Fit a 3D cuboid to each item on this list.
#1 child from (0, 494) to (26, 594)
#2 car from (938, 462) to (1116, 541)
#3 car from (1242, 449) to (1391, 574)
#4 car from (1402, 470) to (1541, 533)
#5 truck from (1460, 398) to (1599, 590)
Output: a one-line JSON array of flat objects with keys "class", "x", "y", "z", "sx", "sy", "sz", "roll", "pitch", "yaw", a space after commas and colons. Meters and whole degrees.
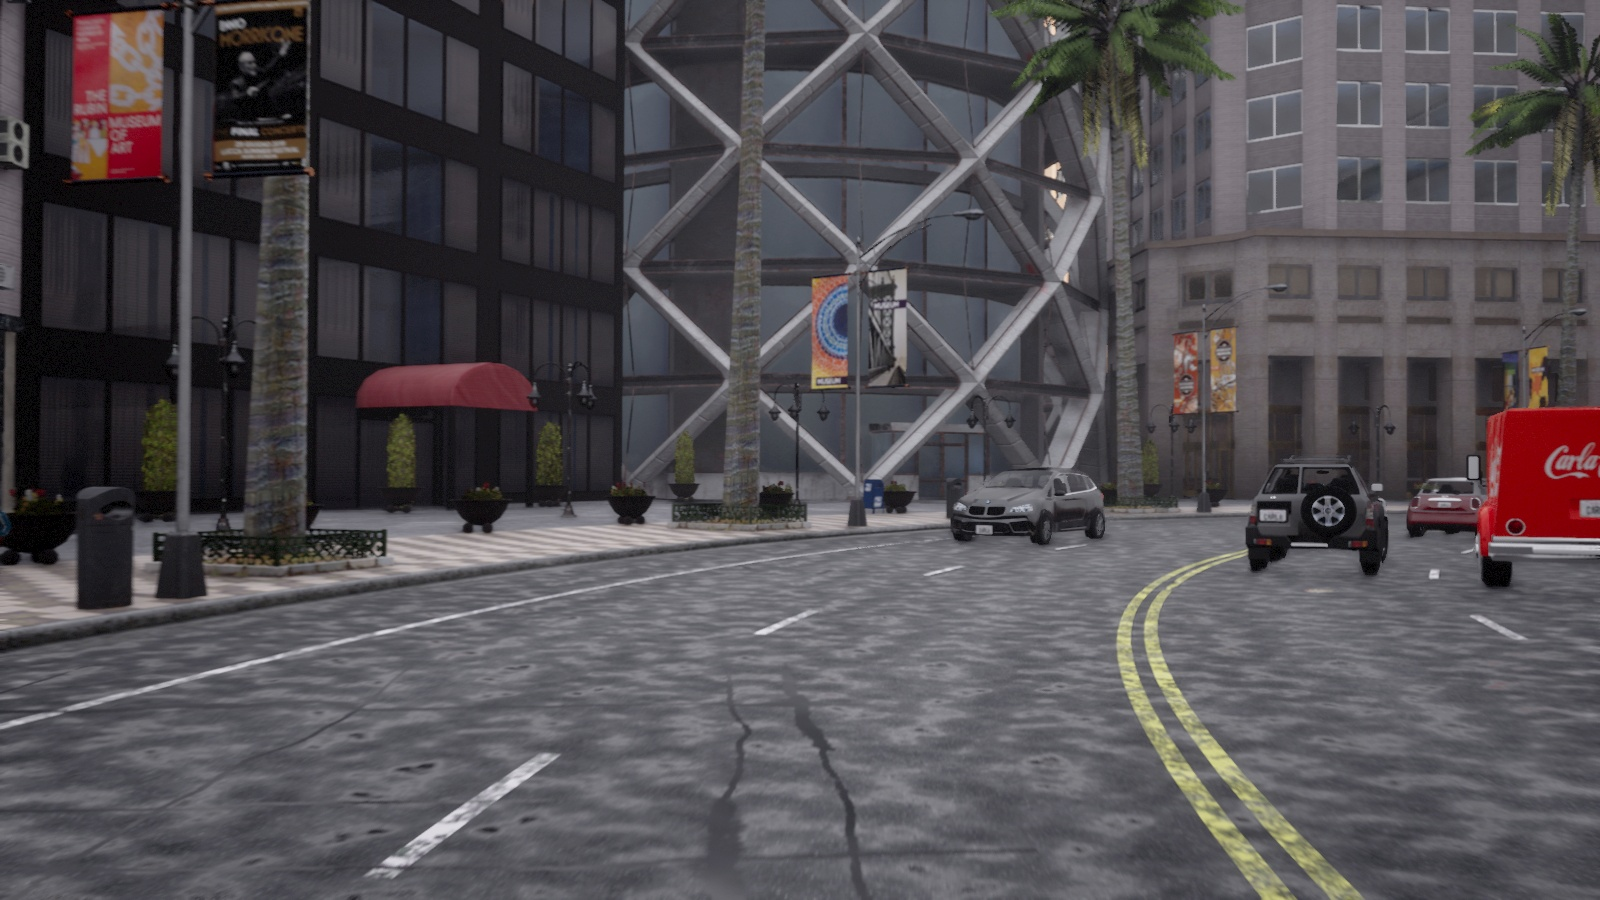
[{"class": "child", "x": -9.777, "y": 1.141, "z": 15.335, "sx": 0.343, "sy": 1.192, "sz": 0.448, "roll": 0, "pitch": -1, "yaw": 7}, {"class": "car", "x": 5.305, "y": 1.125, "z": 28.888, "sx": 2.242, "sy": 1.667, "sz": 4.611, "roll": -1, "pitch": -1, "yaw": 36}, {"class": "car", "x": 8.809, "y": 0.957, "z": 21.185, "sx": 1.932, "sy": 1.855, "sz": 4.605, "roll": -1, "pitch": -1, "yaw": 27}, {"class": "car", "x": 16.869, "y": 1.251, "z": 31.489, "sx": 3.806, "sy": 1.475, "sz": 1.970, "roll": 1, "pitch": -1, "yaw": -43}, {"class": "truck", "x": 11.349, "y": 0.600, "z": 18.494, "sx": 2.627, "sy": 2.467, "sz": 5.204, "roll": -1, "pitch": -1, "yaw": 25}]
